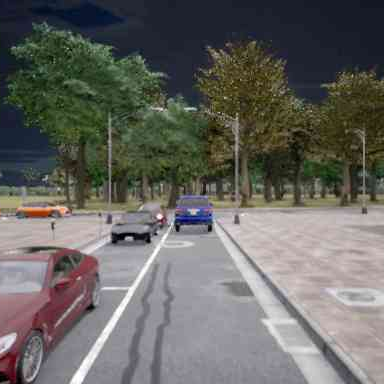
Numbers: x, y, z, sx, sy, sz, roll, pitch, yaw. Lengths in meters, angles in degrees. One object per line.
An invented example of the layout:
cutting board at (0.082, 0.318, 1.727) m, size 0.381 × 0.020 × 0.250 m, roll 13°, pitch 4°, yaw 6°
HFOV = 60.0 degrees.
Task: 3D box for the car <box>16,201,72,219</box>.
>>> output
car at (-13.928, 1.662, 31.373) m, size 4.553 × 1.767 × 2.097 m, roll -1°, pitch 1°, yaw 0°

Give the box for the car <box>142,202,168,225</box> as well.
car at (-2.643, 1.476, 21.547) m, size 1.967 × 1.590 × 4.097 m, roll -1°, pitch 0°, yaw 0°

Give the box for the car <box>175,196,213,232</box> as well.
car at (0.130, 1.253, 20.559) m, size 2.150 × 2.045 × 5.566 m, roll 0°, pitch 0°, yaw 1°

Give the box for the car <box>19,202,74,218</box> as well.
car at (-14.883, 1.802, 34.234) m, size 4.892 × 1.490 × 1.837 m, roll -1°, pitch 0°, yaw 1°

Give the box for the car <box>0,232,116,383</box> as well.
car at (-2.645, 1.591, 5.242) m, size 1.802 × 1.307 × 4.206 m, roll -1°, pitch 0°, yaw 0°

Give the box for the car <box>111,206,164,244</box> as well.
car at (-2.643, 1.593, 16.112) m, size 1.947 × 1.339 × 4.313 m, roll -1°, pitch 0°, yaw 0°
